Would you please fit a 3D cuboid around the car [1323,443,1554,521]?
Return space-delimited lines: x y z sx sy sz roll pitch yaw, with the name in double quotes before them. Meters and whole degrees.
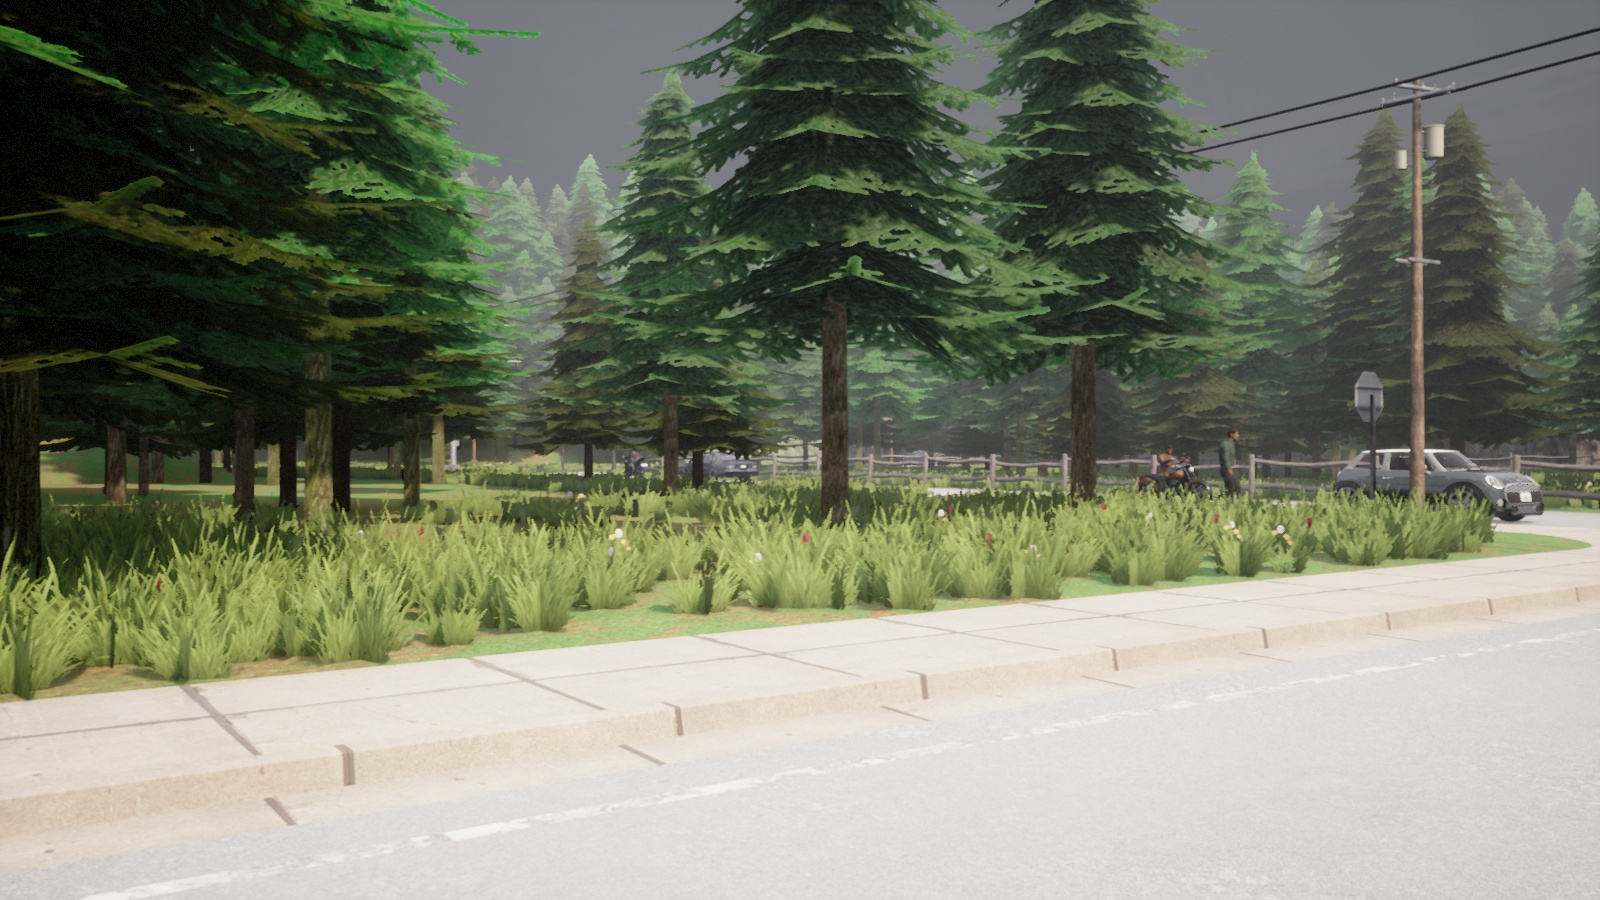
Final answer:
"car" 13.153 0.611 26.059 1.970 1.475 3.806 0 0 -32

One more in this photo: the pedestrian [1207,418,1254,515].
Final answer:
"pedestrian" 8.706 0.330 25.416 0.788 1.949 0.423 0 0 38

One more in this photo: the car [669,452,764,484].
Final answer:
"car" -3.941 0.799 58.466 2.033 1.411 5.357 0 0 -34

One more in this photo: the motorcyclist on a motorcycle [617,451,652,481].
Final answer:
"motorcyclist on a motorcycle" -8.628 0.813 65.461 0.866 1.530 2.191 0 0 -35

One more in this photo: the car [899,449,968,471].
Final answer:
"car" 9.552 0.713 89.530 4.792 1.488 2.163 0 0 8

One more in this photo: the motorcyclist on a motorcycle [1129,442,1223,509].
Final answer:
"motorcyclist on a motorcycle" 9.510 0.617 31.862 0.766 1.649 2.350 0 0 -32
